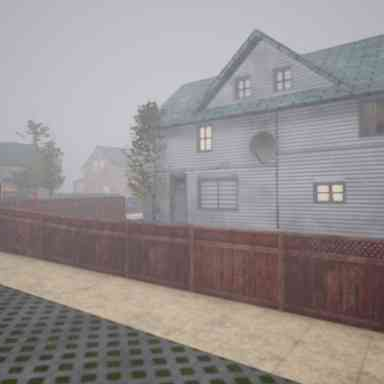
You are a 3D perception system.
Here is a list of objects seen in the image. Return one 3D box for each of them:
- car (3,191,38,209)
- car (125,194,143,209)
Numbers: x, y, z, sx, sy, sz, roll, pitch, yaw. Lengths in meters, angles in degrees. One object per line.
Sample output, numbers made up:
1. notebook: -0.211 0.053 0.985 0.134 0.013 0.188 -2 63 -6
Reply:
1. car: -13.665 0.952 23.537 2.150 2.045 5.566 -1 1 36
2. car: -5.947 0.902 34.233 2.128 1.511 4.902 -1 1 36
